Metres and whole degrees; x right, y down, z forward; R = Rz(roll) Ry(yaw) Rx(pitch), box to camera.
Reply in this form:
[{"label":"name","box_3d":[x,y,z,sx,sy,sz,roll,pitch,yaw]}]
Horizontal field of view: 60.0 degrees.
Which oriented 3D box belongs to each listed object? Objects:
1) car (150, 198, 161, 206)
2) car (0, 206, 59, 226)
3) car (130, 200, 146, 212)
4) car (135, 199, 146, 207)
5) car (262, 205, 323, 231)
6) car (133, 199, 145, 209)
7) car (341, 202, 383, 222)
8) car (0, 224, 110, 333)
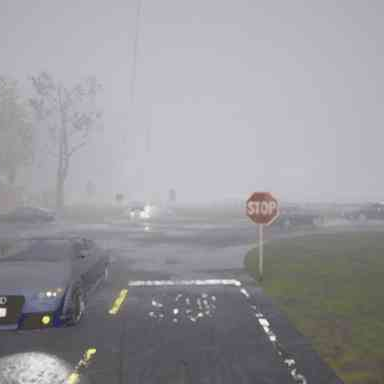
[{"label":"car","box_3d":[-7.218,1.904,65.792,2.097,1.767,4.553,0,-1,-8]},{"label":"car","box_3d":[-12.471,1.785,24.883,4.674,1.442,1.812,0,0,-3]},{"label":"car","box_3d":[-7.333,1.921,45.164,2.033,1.411,5.357,0,0,-8]},{"label":"car","box_3d":[-9.975,2.146,64.816,1.895,1.301,4.718,0,-1,-7]},{"label":"car","box_3d":[6.434,1.614,21.599,4.892,1.490,1.837,0,-3,-31]},{"label":"car","box_3d":[-8.678,1.985,54.928,1.812,1.442,4.674,0,-1,-8]},{"label":"car","box_3d":[14.551,1.581,26.873,4.892,1.490,1.837,0,0,-5]},{"label":"car","box_3d":[-3.014,1.620,6.934,1.994,1.385,4.181,0,0,-3]}]
